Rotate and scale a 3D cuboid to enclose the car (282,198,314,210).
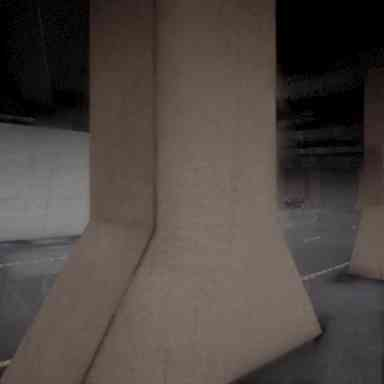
[{"bbox_3d":[14.065,1.625,45.706,2.128,1.511,4.902,0,0,-11],"label":"car"}]
